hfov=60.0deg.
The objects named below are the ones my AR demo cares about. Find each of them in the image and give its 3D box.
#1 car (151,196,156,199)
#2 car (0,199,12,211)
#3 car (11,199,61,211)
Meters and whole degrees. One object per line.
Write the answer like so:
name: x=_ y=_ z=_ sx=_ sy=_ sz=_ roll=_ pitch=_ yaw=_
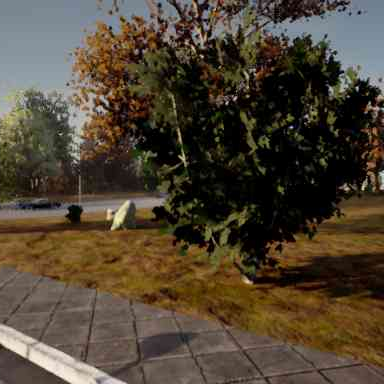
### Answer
car: x=-5.130 y=0.417 z=60.912 sx=2.033 sy=1.411 sz=5.357 roll=0 pitch=3 yaw=39
car: x=-21.743 y=1.526 z=40.508 sx=1.895 sy=1.301 sz=4.718 roll=0 pitch=1 yaw=39
car: x=-18.171 y=1.492 z=39.358 sx=1.895 sy=1.301 sz=4.718 roll=0 pitch=1 yaw=39
